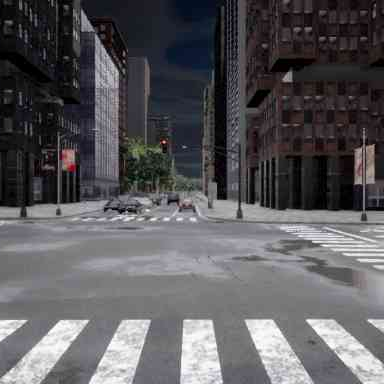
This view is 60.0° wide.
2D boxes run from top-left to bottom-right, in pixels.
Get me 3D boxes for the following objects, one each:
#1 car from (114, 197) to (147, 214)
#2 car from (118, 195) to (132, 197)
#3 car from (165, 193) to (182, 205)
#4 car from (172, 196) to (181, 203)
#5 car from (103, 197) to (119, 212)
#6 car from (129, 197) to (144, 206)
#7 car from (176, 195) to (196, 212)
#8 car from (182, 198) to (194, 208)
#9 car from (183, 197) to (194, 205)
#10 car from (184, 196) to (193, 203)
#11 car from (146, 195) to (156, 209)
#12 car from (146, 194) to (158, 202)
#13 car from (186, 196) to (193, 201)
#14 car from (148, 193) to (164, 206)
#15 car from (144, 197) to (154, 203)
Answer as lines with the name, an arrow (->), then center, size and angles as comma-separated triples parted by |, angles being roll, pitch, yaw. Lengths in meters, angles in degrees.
car -> -6.385, 1.547, 35.090 | 2.033, 1.411, 5.357 | 0, 0, 0
car -> -9.096, 1.335, 44.385 | 2.192, 1.841, 5.009 | 0, 0, 0
car -> -3.306, 1.281, 60.795 | 2.150, 2.045, 5.566 | 0, 0, 0
car -> -3.468, 1.651, 75.398 | 1.994, 1.385, 4.181 | 0, 0, 0
car -> -9.069, 1.574, 38.959 | 1.947, 1.339, 4.313 | 0, 0, 0
car -> -9.146, 1.570, 55.067 | 1.752, 1.417, 4.829 | 0, 0, 0
car -> -0.544, 1.448, 38.997 | 1.967, 1.590, 4.097 | 0, 0, 0
car -> -0.596, 1.614, 49.847 | 1.802, 1.307, 4.206 | 0, 0, 0
car -> -0.648, 1.603, 60.697 | 1.887, 1.381, 4.507 | 0, 0, 0
car -> -0.701, 1.613, 71.717 | 1.752, 1.417, 4.829 | 0, 0, 0
car -> -6.433, 1.548, 45.316 | 1.812, 1.442, 4.674 | 0, 0, 0
car -> -9.253, 1.417, 76.941 | 2.192, 1.841, 5.009 | 0, 0, 0
car -> -0.806, 1.696, 93.246 | 1.887, 1.381, 4.507 | 0, 0, 0
car -> -6.472, 1.268, 55.959 | 2.150, 2.045, 5.566 | 0, 0, 0
car -> -9.226, 1.669, 71.515 | 1.802, 1.307, 4.206 | 0, 0, 0
